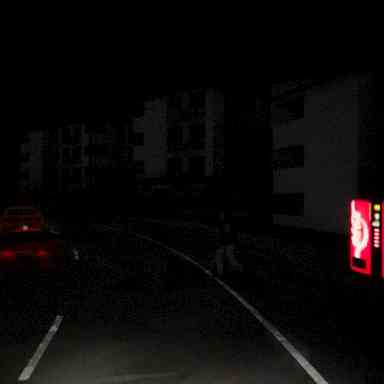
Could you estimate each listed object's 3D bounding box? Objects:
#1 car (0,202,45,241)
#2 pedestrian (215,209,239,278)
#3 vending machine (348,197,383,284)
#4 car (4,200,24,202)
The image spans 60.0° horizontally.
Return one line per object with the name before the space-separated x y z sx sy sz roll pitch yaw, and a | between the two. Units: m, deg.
car | -8.808 1.477 17.030 1.882 1.535 5.008 0 0 -32
pedestrian | 0.907 1.293 8.562 0.375 1.860 0.375 0 0 -14
vending machine | 4.858 1.195 8.705 1.100 2.100 0.880 0 0 -13
car | -15.716 1.502 29.012 4.892 1.490 1.837 -1 0 39
